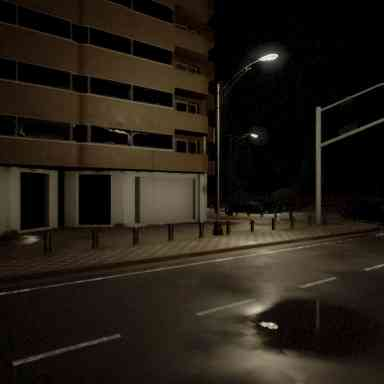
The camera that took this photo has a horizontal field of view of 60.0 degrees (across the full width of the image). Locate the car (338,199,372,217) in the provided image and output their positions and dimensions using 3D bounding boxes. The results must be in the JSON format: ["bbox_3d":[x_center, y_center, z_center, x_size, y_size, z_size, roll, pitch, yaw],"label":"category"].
[{"bbox_3d":[15.410,1.403,29.226,2.097,1.767,4.553,0,0,-36],"label":"car"}]

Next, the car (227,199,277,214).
[{"bbox_3d":[6.168,1.599,36.044,2.033,1.411,5.357,0,0,-36],"label":"car"}]

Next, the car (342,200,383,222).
[{"bbox_3d":[13.701,1.560,24.254,1.812,1.442,4.674,0,-1,-22],"label":"car"}]

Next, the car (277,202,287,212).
[{"bbox_3d":[8.703,1.557,38.513,1.837,1.490,4.892,0,0,-36],"label":"car"}]

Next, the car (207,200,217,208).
[{"bbox_3d":[1.543,1.652,48.436,1.895,1.301,4.718,0,0,-36],"label":"car"}]
